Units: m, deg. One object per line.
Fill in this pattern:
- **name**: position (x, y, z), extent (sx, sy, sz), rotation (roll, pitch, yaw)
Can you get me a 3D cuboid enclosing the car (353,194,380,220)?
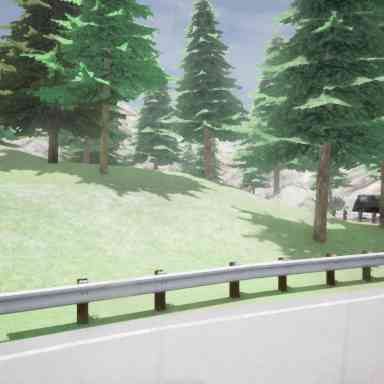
- **car**: position (15.122, 1.232, 25.591), extent (2.150, 2.045, 5.566), rotation (0, 1, -21)
